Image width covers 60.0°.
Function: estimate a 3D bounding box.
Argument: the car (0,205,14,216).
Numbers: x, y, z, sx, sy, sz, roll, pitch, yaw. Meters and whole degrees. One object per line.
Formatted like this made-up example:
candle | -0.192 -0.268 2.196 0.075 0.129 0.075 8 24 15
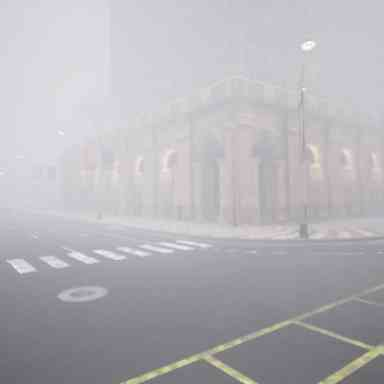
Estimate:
car | -24.326 2.342 42.690 1.812 1.442 4.674 -1 0 -36
